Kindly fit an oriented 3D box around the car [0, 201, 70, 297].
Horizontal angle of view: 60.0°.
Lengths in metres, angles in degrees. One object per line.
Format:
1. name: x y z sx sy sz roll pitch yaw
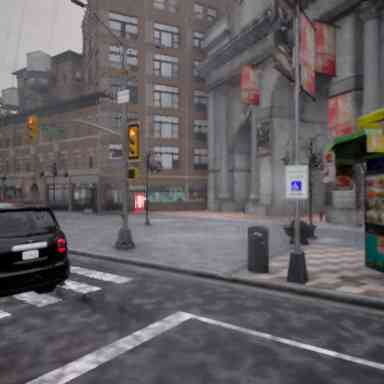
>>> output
1. car: -5.137 1.231 7.655 5.566 2.045 2.150 0 0 36
